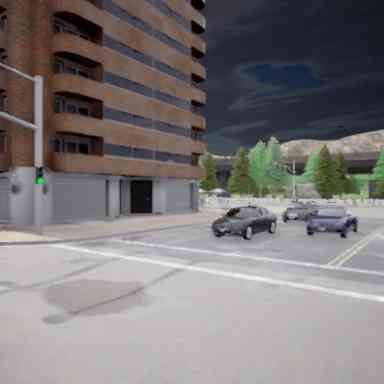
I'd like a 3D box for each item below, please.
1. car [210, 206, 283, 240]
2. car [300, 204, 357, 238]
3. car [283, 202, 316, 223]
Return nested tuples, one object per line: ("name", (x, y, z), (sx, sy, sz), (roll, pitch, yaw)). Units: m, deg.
("car", (2.793, 1.512, 17.248), (1.837, 1.490, 4.892), (0, 0, 36))
("car", (7.652, 1.529, 17.988), (1.812, 1.442, 4.674), (0, 0, 36))
("car", (8.277, 1.499, 24.787), (2.128, 1.511, 4.902), (0, 0, 36))
